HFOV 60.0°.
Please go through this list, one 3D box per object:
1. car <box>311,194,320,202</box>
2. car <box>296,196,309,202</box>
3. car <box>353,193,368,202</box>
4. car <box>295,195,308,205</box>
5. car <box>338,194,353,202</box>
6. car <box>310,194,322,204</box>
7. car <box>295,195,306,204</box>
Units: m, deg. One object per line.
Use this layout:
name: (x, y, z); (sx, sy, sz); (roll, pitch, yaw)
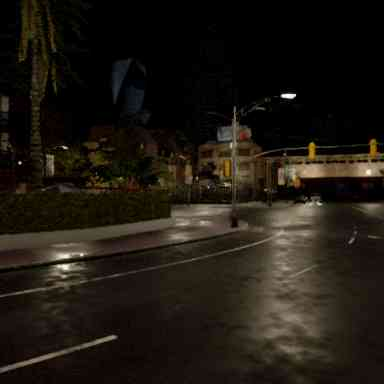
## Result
car: (31.842, 1.427, 85.704); (2.150, 2.045, 5.566); (0, 0, 20)
car: (26.992, 1.684, 81.215); (2.231, 1.521, 4.892); (0, 0, 30)
car: (42.572, 1.704, 84.393); (2.033, 1.411, 5.357); (0, 0, 21)
car: (21.197, 1.644, 65.020); (2.097, 1.535, 5.008); (0, 0, 20)
car: (39.294, 1.403, 85.623); (2.150, 2.045, 5.566); (0, 0, 21)
car: (26.400, 1.394, 70.825); (2.150, 2.045, 5.566); (0, 0, 20)
car: (23.267, 1.533, 71.105); (2.185, 1.767, 4.553); (0, 0, 20)
